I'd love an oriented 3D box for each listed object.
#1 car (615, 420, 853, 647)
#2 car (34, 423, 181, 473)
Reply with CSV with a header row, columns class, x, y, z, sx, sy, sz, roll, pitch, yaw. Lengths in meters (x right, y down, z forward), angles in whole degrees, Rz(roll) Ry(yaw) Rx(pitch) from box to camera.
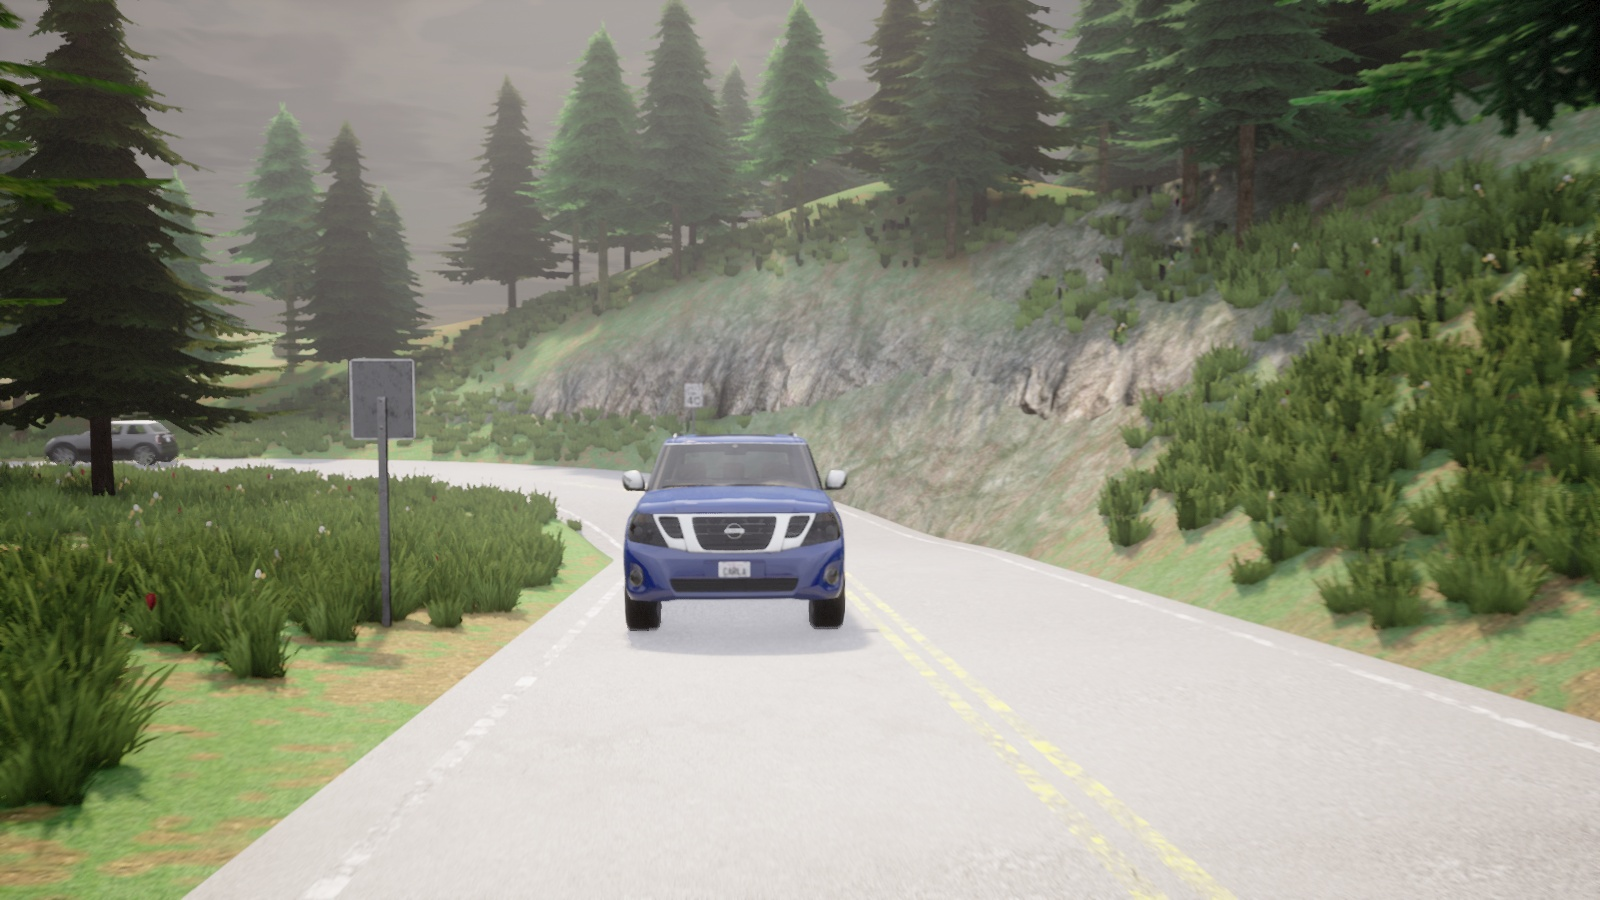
class,x,y,z,sx,sy,sz,roll,pitch,yaw
car,-0.729,0.808,14.276,2.150,2.045,5.566,-1,-1,-3
car,-23.184,-0.094,42.171,3.806,1.475,1.970,-1,4,-7
